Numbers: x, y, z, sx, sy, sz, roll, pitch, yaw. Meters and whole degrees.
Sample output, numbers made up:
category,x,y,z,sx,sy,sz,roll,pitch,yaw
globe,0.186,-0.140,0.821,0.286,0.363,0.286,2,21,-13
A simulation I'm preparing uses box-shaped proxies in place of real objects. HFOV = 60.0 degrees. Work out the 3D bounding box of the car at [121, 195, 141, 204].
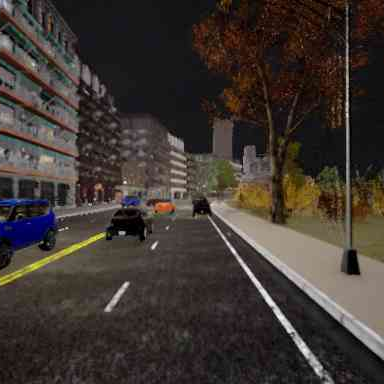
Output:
category,x,y,z,sx,sy,sz,roll,pitch,yaw
car,-9.580,1.504,52.479,2.150,2.045,5.566,0,0,2

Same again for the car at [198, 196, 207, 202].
category,x,y,z,sx,sy,sz,roll,pitch,yaw
car,2.860,1.855,88.494,1.837,1.490,4.892,0,-1,7

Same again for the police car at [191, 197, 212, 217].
category,x,y,z,sx,sy,sz,roll,pitch,yaw
police car,0.971,1.601,33.448,1.930,1.638,5.238,0,0,0

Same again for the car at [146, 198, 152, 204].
category,x,y,z,sx,sy,sz,roll,pitch,yaw
car,-6.269,1.770,54.188,1.882,1.535,5.008,0,0,3

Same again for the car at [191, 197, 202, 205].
category,x,y,z,sx,sy,sz,roll,pitch,yaw
car,0.947,1.787,67.855,1.882,1.535,5.008,0,0,4

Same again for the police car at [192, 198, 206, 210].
category,x,y,z,sx,sy,sz,roll,pitch,yaw
police car,1.088,1.688,49.308,1.930,1.638,5.238,0,0,1

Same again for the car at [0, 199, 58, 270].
category,x,y,z,sx,sy,sz,roll,pitch,yaw
car,-6.600,1.280,11.520,2.150,2.045,5.566,0,0,0

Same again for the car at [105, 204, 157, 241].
category,x,y,z,sx,sy,sz,roll,pitch,yaw
car,-3.153,1.595,17.399,1.837,1.490,4.892,0,0,0

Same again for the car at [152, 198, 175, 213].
category,x,y,z,sx,sy,sz,roll,pitch,yaw
car,-3.142,1.561,39.824,2.097,1.767,4.553,0,0,0
